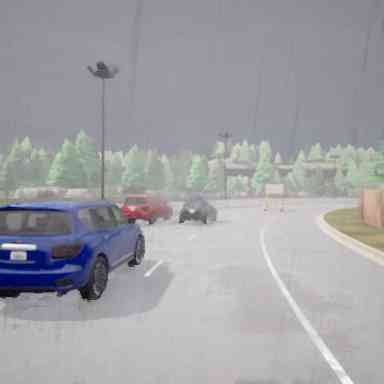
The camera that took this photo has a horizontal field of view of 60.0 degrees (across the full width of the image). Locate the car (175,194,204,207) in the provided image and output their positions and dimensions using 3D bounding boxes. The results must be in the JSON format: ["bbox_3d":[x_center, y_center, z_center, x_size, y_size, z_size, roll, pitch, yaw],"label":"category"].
[{"bbox_3d":[-0.381,1.403,57.095,2.150,2.045,5.566,0,0,33],"label":"car"}]

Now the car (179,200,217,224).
[{"bbox_3d":[0.576,1.437,25.537,2.097,1.767,4.553,0,0,16],"label":"car"}]

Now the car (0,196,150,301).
[{"bbox_3d":[-2.840,1.238,8.602,2.150,2.045,5.566,0,0,5],"label":"car"}]

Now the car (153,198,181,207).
[{"bbox_3d":[-4.180,1.715,57.579,2.033,1.411,5.357,0,0,32],"label":"car"}]

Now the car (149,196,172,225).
[{"bbox_3d":[-3.281,1.288,24.941,2.150,2.045,5.566,0,0,16],"label":"car"}]

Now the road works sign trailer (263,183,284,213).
[{"bbox_3d":[10.192,0.639,40.861,2.380,3.560,2.880,0,0,31],"label":"road works sign trailer"}]

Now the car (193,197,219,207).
[{"bbox_3d":[2.412,1.678,54.892,2.128,1.511,4.902,0,0,33],"label":"car"}]
